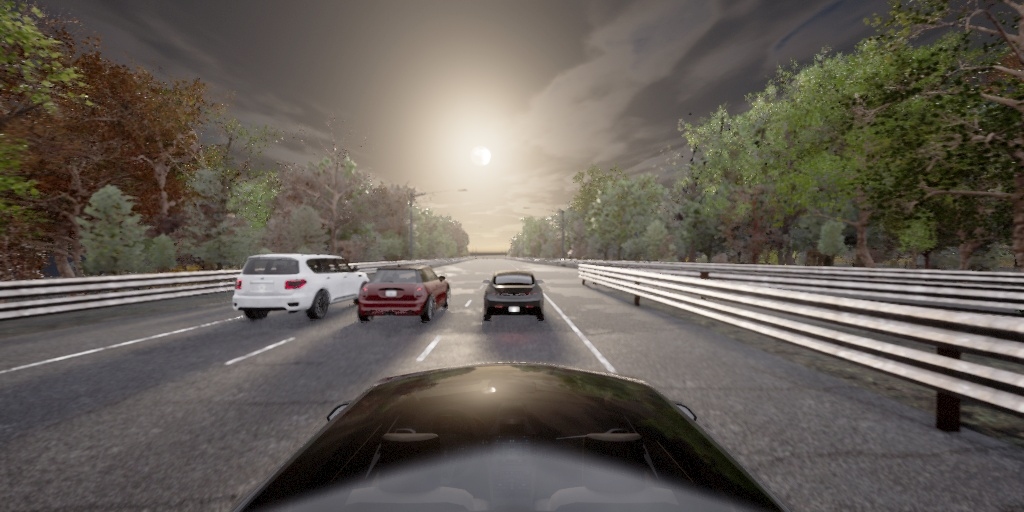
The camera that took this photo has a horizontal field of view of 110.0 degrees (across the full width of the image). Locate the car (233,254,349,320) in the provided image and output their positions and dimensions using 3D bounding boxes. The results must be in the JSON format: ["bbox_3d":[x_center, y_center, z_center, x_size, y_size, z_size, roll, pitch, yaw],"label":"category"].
[{"bbox_3d":[-6.955,0.953,12.621,2.150,2.045,5.566,0,0,0],"label":"car"}]

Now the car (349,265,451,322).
[{"bbox_3d":[-3.457,1.083,12.344,2.097,1.767,4.553,0,0,0],"label":"car"}]

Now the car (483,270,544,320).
[{"bbox_3d":[0.044,1.235,12.436,1.837,1.490,4.892,0,0,0],"label":"car"}]

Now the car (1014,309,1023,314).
[{"bbox_3d":[15.349,1.019,7.511,2.150,2.045,5.566,0,0,-15],"label":"car"}]
